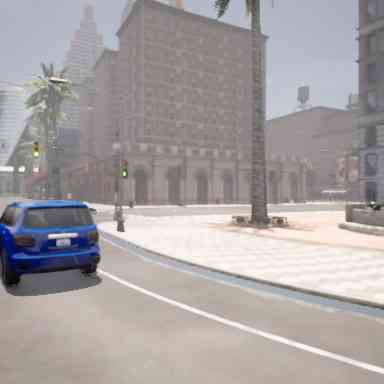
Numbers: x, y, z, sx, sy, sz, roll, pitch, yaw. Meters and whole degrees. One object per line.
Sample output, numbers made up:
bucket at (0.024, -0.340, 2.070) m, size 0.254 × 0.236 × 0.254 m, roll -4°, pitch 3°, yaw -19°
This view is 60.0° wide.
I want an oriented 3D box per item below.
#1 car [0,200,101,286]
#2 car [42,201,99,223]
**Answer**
car at (-4.521, 1.260, 9.903) m, size 2.150 × 2.045 × 5.566 m, roll 0°, pitch 0°, yaw -35°
car at (-9.875, 1.584, 27.543) m, size 1.882 × 1.535 × 5.008 m, roll -1°, pitch -1°, yaw 15°
